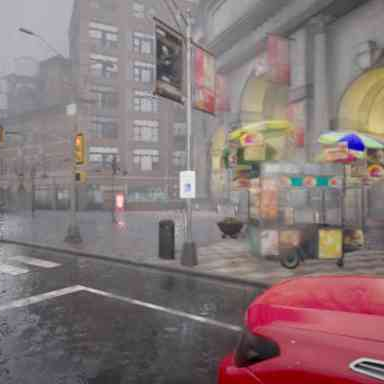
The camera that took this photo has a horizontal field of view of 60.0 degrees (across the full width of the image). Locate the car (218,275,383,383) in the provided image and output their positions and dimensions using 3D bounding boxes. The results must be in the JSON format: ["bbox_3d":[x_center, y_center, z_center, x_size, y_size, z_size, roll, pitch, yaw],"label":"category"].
[{"bbox_3d":[2.870,1.218,1.918,5.566,2.045,2.150,0,0,36],"label":"car"}]
